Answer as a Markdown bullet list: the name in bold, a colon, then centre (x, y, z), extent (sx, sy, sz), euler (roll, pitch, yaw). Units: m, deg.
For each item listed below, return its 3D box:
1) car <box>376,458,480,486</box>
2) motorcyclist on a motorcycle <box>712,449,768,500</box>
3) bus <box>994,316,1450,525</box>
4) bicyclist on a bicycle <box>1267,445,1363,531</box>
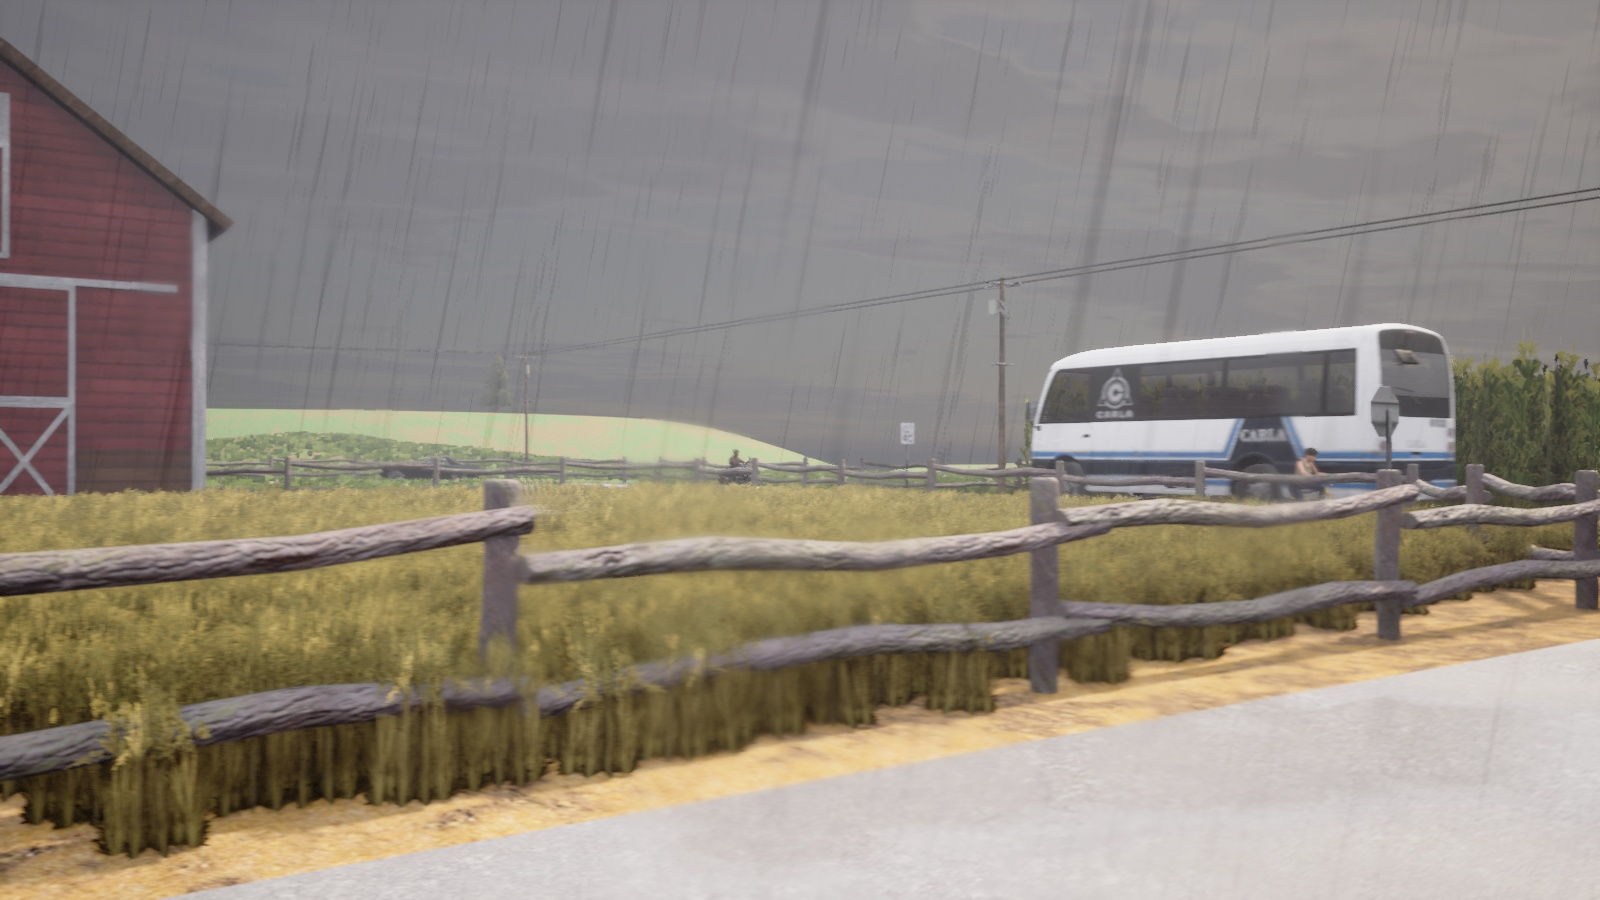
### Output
- **car**: centre (-17.928, 1.032, 60.687), extent (4.718, 1.301, 1.895), euler (0, 0, -13)
- **motorcyclist on a motorcycle**: centre (-2.028, 0.803, 42.114), extent (0.766, 1.649, 2.350), euler (0, 0, -35)
- **bus**: centre (9.785, -0.577, 30.815), extent (3.944, 4.253, 10.273), euler (0, 0, -35)
- **bicyclist on a bicycle**: centre (10.080, 0.720, 24.634), extent (0.866, 1.612, 1.509), euler (0, 0, -34)
